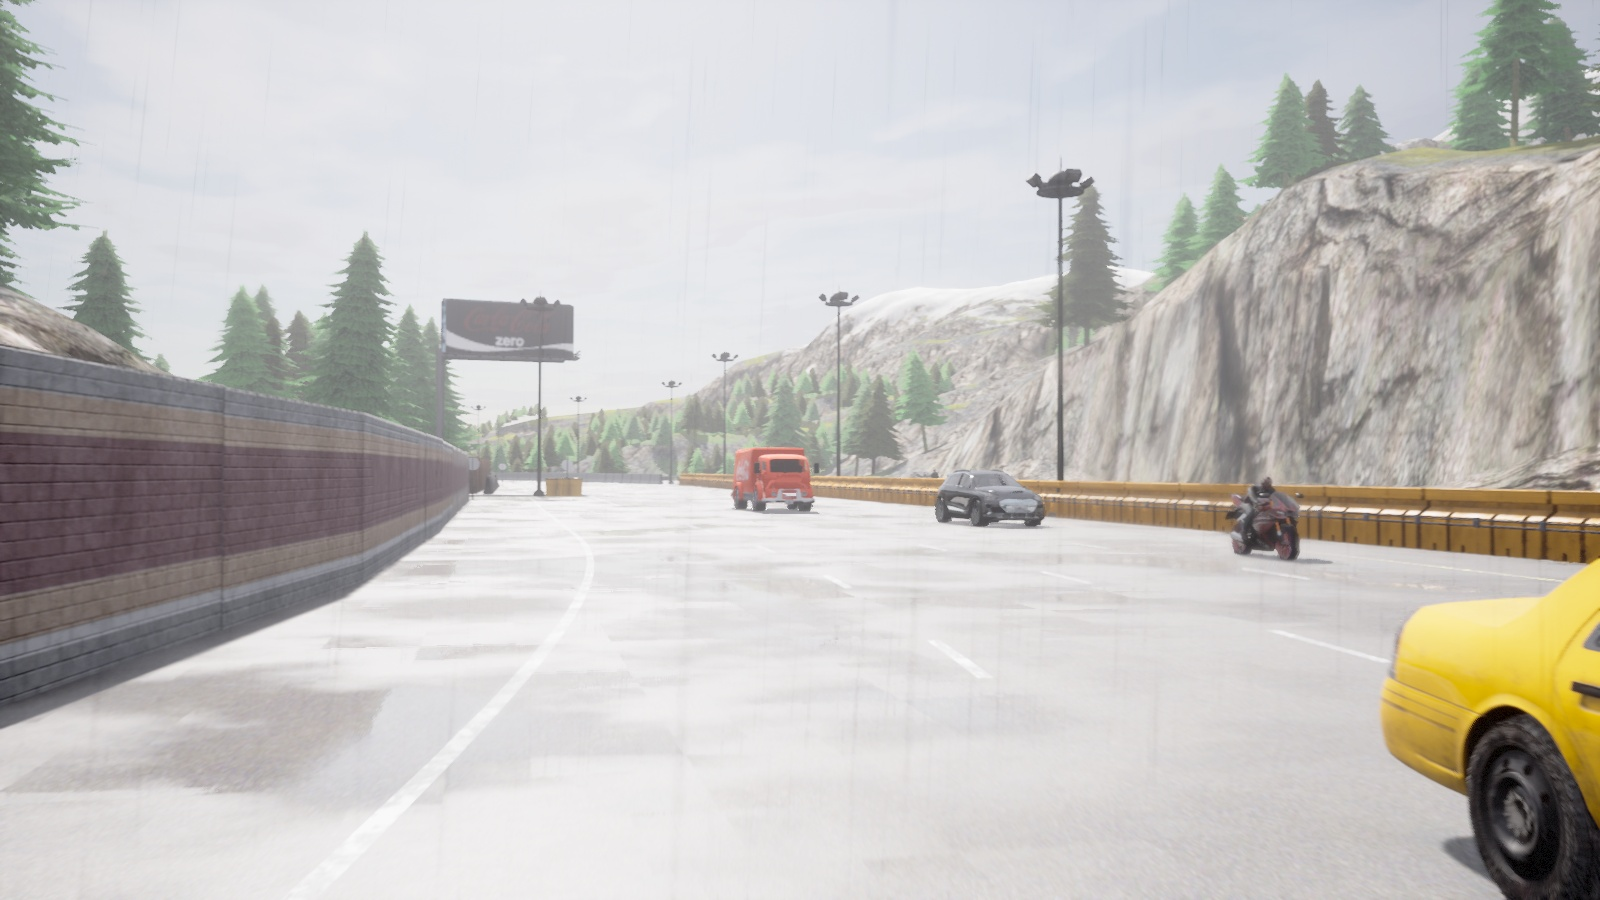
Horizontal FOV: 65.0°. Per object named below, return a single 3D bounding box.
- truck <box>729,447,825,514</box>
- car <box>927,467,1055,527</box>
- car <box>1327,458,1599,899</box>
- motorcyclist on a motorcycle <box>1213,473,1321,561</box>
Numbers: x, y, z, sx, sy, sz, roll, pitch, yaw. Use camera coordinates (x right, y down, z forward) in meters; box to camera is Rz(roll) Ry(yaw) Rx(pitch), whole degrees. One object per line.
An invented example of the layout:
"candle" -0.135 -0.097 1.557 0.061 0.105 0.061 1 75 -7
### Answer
"truck" -0.993 1.152 48.968 2.627 2.467 5.204 0 -1 -14
"car" 5.531 1.343 37.134 2.033 1.649 4.856 0 -1 -14
"car" 3.480 0.793 3.276 1.801 1.575 5.366 0 -1 -2
"motorcyclist on a motorcycle" 8.564 1.199 23.133 0.866 1.530 2.191 0 -1 -10
